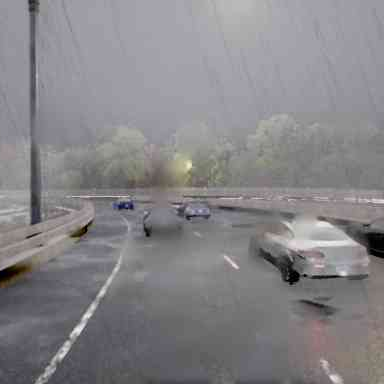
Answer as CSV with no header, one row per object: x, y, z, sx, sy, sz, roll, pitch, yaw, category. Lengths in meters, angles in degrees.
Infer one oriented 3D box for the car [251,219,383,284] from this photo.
3.043,1.479,9.391,1.812,1.442,4.674,0,0,-5,car

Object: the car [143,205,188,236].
-1.689,1.548,18.497,1.994,1.385,4.181,0,0,-10,car

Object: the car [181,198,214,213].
0.536,1.421,37.320,2.128,1.511,4.902,0,0,-20,car

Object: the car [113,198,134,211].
-8.664,1.491,41.681,1.882,1.535,5.008,0,0,-23,car

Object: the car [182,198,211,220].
0.008,1.500,27.291,2.033,1.411,5.357,-1,0,-15,car

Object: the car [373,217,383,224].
6.489,1.395,9.977,1.882,1.535,5.008,0,0,-5,car
